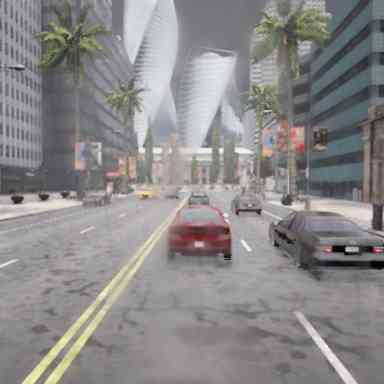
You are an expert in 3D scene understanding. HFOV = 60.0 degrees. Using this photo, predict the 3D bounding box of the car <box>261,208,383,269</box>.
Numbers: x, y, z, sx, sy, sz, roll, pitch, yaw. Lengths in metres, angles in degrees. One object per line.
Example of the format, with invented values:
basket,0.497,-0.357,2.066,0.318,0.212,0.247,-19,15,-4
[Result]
car,3.728,1.287,10.116,2.033,1.411,5.357,0,2,1

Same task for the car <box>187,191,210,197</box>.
car,0.617,0.691,30.048,2.128,1.511,4.902,0,2,1

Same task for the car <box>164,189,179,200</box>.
car,-2.746,0.296,46.621,2.033,1.411,5.357,0,1,1

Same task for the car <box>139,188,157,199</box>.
car,-6.224,0.194,47.376,1.882,1.535,5.008,0,1,1

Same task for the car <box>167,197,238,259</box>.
car,0.257,1.173,11.341,1.882,1.535,5.008,0,2,1

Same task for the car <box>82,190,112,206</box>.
car,-9.492,0.553,33.552,2.231,1.521,4.892,0,2,1

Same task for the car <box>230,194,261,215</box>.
car,4.006,0.890,25.109,2.033,1.411,5.357,0,2,1
